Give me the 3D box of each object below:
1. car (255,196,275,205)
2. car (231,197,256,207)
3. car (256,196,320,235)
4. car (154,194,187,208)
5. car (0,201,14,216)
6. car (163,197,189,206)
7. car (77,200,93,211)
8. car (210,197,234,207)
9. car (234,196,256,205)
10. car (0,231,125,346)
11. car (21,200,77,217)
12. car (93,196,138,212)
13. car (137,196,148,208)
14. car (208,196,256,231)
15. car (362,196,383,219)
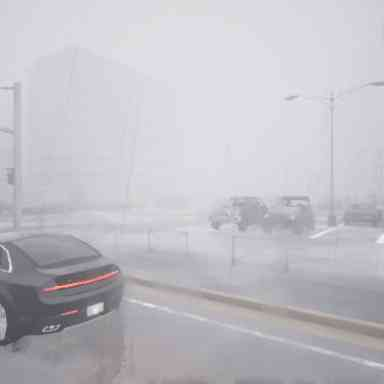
[{"bbox_3d":[13.282,1.541,59.959,1.837,1.490,4.892,0,0,34],"label":"car"},{"bbox_3d":[8.175,1.527,52.341,2.128,1.511,4.902,0,0,34],"label":"car"},{"bbox_3d":[5.219,1.165,17.700,1.905,1.878,3.866,0,0,34],"label":"car"},{"bbox_3d":[-3.152,1.267,48.334,2.150,2.045,5.566,0,0,34],"label":"car"},{"bbox_3d":[-19.122,1.554,30.856,1.837,1.490,4.892,0,0,34],"label":"car"},{"bbox_3d":[-2.609,1.577,55.394,1.812,1.442,4.674,0,0,35],"label":"car"},{"bbox_3d":[-13.695,1.597,38.946,2.033,1.411,5.357,0,0,34],"label":"car"},{"bbox_3d":[4.913,1.566,53.760,1.812,1.442,4.674,0,0,34],"label":"car"},{"bbox_3d":[9.871,1.533,61.152,2.128,1.511,4.902,0,0,34],"label":"car"},{"bbox_3d":[-3.434,1.514,6.398,4.892,1.490,1.837,0,0,35],"label":"car"},{"bbox_3d":[-14.011,1.645,32.192,1.895,1.301,4.718,0,0,34],"label":"car"},{"bbox_3d":[-9.023,1.571,39.612,1.812,1.442,4.674,0,0,34],"label":"car"},{"bbox_3d":[-8.373,1.402,46.874,2.097,1.767,4.553,0,0,34],"label":"car"},{"bbox_3d":[2.851,1.167,19.366,1.932,1.855,4.605,0,0,34],"label":"car"},{"bbox_3d":[17.242,1.401,30.656,1.970,1.475,3.806,0,0,34],"label":"car"}]
